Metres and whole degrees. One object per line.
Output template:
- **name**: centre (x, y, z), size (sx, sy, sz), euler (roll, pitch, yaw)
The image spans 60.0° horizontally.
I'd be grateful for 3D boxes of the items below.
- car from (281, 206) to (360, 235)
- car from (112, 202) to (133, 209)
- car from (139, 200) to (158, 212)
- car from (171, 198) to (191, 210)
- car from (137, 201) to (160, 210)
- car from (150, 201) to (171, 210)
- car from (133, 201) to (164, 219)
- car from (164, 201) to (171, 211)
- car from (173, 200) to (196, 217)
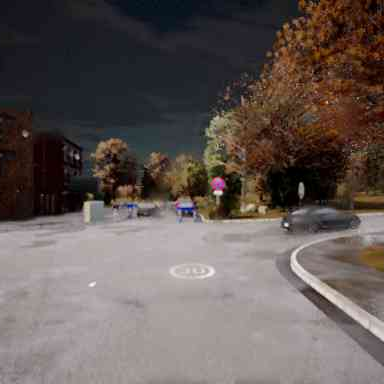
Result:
- **car**: centre (7.226, 1.487, 18.762), size (4.674, 1.442, 1.812), euler (-3, 0, -22)
- **car**: centre (-14.227, 2.409, 66.151), size (1.994, 1.385, 4.181), euler (-1, -2, -39)
- **car**: centre (-6.921, 2.153, 52.457), size (2.097, 1.767, 4.553), euler (0, -1, -19)
- **car**: centre (-1.008, 1.779, 42.779), size (2.435, 2.045, 5.566), euler (0, -1, -7)
- **car**: centre (-8.417, 2.538, 64.105), size (2.231, 1.521, 4.892), euler (0, -1, -35)
- **car**: centre (-5.666, 2.422, 59.234), size (2.097, 1.535, 5.008), euler (0, -1, -27)
- **car**: centre (-4.272, 1.802, 33.178), size (1.882, 1.535, 5.008), euler (0, -1, 0)
- **car**: centre (-3.461, 2.296, 53.936), size (2.231, 1.521, 4.892), euler (0, -1, -18)
- **car**: centre (-0.648, 1.908, 36.791), size (2.097, 1.535, 5.008), euler (0, -1, -1)
